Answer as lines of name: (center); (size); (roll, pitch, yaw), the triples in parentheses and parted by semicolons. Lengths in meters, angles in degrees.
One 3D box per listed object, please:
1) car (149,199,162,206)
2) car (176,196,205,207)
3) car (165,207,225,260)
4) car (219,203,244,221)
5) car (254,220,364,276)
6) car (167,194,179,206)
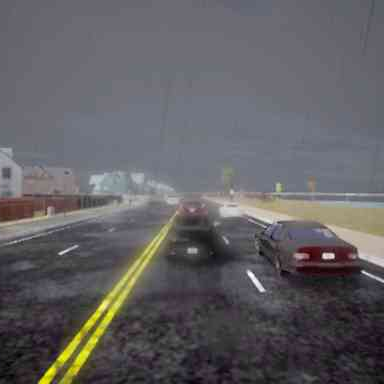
car: (-6.551, 1.832, 59.122); (1.895, 1.301, 4.718); (0, 0, 1)
car: (0.033, 1.448, 27.518); (2.097, 1.767, 4.553); (0, 0, 0)
car: (0.038, 1.548, 12.624); (1.837, 1.490, 4.892); (0, 0, 1)
car: (3.291, 1.625, 28.277); (1.812, 1.442, 4.674); (0, 0, 1)
car: (3.266, 1.582, 10.437); (2.033, 1.411, 5.357); (0, 0, 0)
car: (-3.295, 1.458, 59.746); (2.150, 2.045, 5.566); (0, -1, 0)
